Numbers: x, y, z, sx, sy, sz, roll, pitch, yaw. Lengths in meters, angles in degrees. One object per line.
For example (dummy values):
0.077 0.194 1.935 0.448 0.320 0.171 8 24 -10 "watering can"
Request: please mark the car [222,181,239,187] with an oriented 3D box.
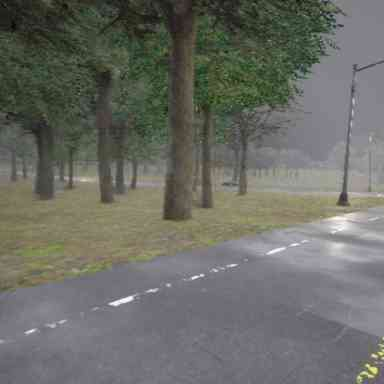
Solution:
8.067 -1.753 73.490 5.008 1.535 1.882 3 5 43 "car"
